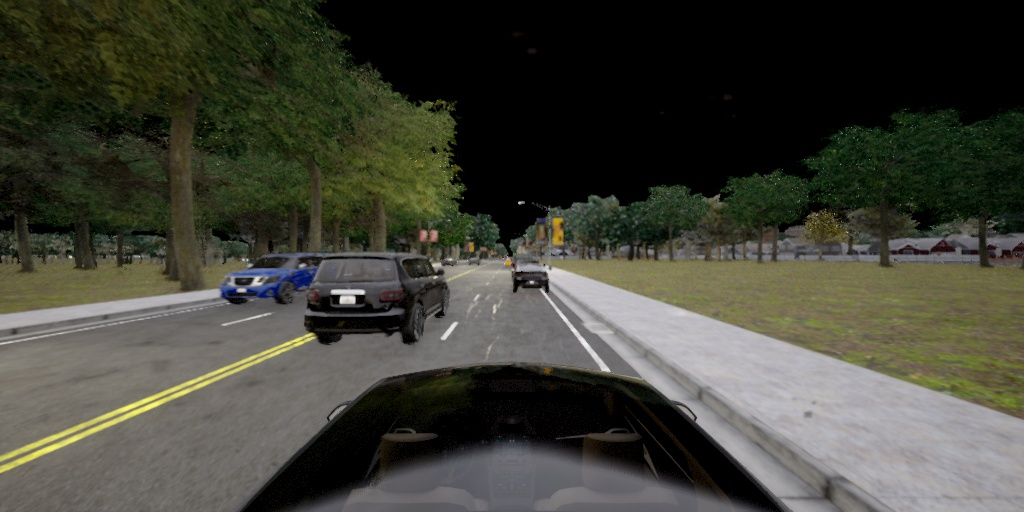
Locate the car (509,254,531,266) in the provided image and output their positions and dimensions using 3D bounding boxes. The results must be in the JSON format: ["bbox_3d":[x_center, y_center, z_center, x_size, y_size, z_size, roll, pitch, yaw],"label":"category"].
[{"bbox_3d":[0.976,0.929,29.997,2.097,1.767,4.553,0,0,0],"label":"car"}]

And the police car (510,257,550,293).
[{"bbox_3d":[0.976,1.062,20.137,1.930,1.638,5.238,0,0,0],"label":"police car"}]

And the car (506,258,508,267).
[{"bbox_3d":[0.004,0.936,55.297,1.882,1.535,5.008,0,0,0],"label":"car"}]

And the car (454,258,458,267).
[{"bbox_3d":[-9.799,1.001,56.493,2.033,1.411,5.357,0,0,1],"label":"car"}]

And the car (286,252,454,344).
[{"bbox_3d":[-3.150,0.922,9.557,2.150,2.045,5.566,0,0,0],"label":"car"}]

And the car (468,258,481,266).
[{"bbox_3d":[-6.518,0.981,62.602,2.033,1.411,5.357,0,0,1],"label":"car"}]

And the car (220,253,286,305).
[{"bbox_3d":[-9.850,0.883,15.816,2.150,2.045,5.566,0,1,0],"label":"car"}]
